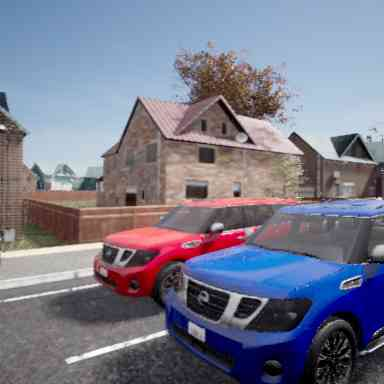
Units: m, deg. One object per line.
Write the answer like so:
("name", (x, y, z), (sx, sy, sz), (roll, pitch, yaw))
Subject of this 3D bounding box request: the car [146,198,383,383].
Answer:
("car", (2.305, 1.182, 5.302), (5.566, 2.045, 2.150), (-1, 0, -35))

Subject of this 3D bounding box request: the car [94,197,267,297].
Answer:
("car", (0.549, 1.178, 8.038), (5.566, 2.045, 2.150), (-1, 0, -35))
